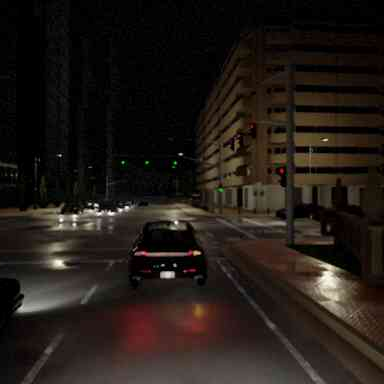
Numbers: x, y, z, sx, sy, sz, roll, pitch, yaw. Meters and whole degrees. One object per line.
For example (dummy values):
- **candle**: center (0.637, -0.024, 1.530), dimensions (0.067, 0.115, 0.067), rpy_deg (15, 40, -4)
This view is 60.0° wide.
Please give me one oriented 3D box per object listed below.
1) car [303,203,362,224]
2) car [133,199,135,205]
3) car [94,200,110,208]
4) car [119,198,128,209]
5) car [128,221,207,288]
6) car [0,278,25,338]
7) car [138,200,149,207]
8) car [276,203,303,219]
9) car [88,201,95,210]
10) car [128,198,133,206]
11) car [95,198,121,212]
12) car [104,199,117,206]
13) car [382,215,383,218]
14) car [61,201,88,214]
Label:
- **car**: center (12.071, 1.759, 27.150), dimensions (4.902, 1.511, 2.128), rpy_deg (0, 0, -6)
- **car**: center (-13.765, 2.111, 73.534), dimensions (1.837, 1.490, 4.892), rpy_deg (0, 0, -5)
- **car**: center (-15.993, 2.103, 59.091), dimensions (1.895, 1.301, 4.718), rpy_deg (0, 0, -5)
- **car**: center (-11.949, 1.802, 53.208), dimensions (2.097, 1.767, 4.553), rpy_deg (0, 0, -5)
- **car**: center (-0.680, 1.573, 9.537), dimensions (2.128, 1.511, 4.902), rpy_deg (0, 0, -4)
- **car**: center (-3.775, 1.581, 3.446), dimensions (2.033, 1.411, 5.357), rpy_deg (0, 0, -3)
- **car**: center (-9.281, 2.138, 64.186), dimensions (1.895, 1.301, 4.718), rpy_deg (0, 0, -6)
- **car**: center (10.191, 1.774, 30.481), dimensions (5.008, 1.535, 1.882), rpy_deg (0, 0, -6)
- **car**: center (-15.116, 1.969, 49.417), dimensions (2.033, 1.411, 5.357), rpy_deg (0, 0, -5)
- **car**: center (-12.840, 2.134, 63.224), dimensions (1.895, 1.301, 4.718), rpy_deg (0, 0, -5)
- **car**: center (-11.101, 1.901, 44.198), dimensions (1.812, 1.442, 4.674), rpy_deg (0, 0, -4)
- **car**: center (-16.871, 2.137, 69.152), dimensions (1.994, 1.385, 4.181), rpy_deg (0, 0, -5)
- **car**: center (20.065, 1.516, 31.462), dimensions (5.566, 2.045, 2.150), rpy_deg (0, 0, -6)
- **car**: center (-14.224, 1.868, 39.870), dimensions (1.812, 1.442, 4.674), rpy_deg (0, 0, -5)
